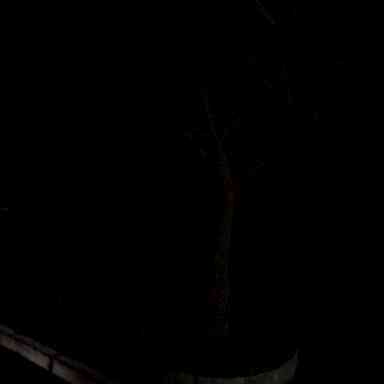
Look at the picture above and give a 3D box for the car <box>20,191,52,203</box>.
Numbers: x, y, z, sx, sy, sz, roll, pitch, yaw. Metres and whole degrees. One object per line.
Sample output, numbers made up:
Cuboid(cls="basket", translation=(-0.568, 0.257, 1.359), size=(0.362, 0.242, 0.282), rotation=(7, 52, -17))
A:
Cuboid(cls="car", translation=(-19.254, 0.920, 42.044), size=(2.150, 2.045, 5.566), rotation=(1, 0, 32))
